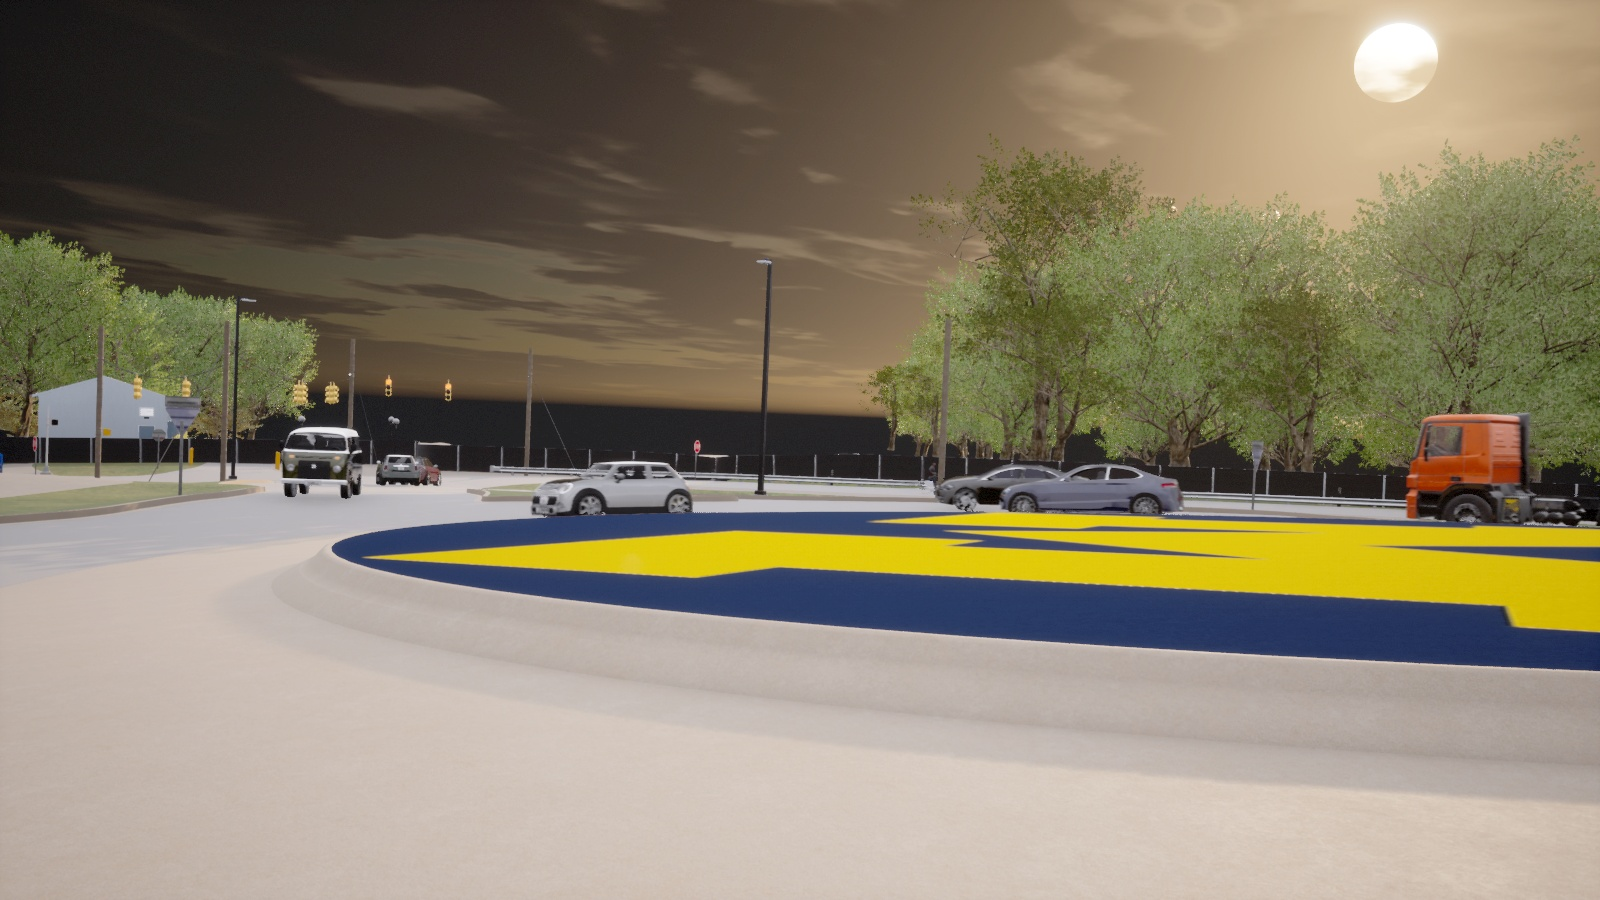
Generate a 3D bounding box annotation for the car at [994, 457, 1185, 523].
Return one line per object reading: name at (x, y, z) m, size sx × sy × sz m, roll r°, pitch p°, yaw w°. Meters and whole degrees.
car at (8.125, 1.135, 35.182) m, size 5.027 × 1.651 × 2.152 m, roll 1°, pitch -3°, yaw 16°

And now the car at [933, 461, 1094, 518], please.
car at (6.764, 1.222, 40.081) m, size 4.902 × 1.511 × 2.128 m, roll 2°, pitch 2°, yaw 8°

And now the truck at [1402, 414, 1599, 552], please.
truck at (20.730, 0.857, 33.378) m, size 2.891 × 3.462 × 7.936 m, roll 1°, pitch 1°, yaw -42°

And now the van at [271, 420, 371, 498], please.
van at (-13.854, 0.238, 36.575) m, size 2.069 × 2.038 × 4.480 m, roll 3°, pitch 0°, yaw -13°

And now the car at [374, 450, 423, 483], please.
car at (-19.591, 0.794, 61.198) m, size 1.970 × 1.475 × 3.806 m, roll 2°, pitch -1°, yaw -22°

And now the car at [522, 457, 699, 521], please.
car at (-4.637, 0.943, 30.928) m, size 3.806 × 1.475 × 1.970 m, roll 1°, pitch -1°, yaw -38°

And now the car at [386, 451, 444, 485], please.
car at (-21.361, 1.014, 69.835) m, size 2.097 × 1.767 × 4.553 m, roll 3°, pitch -1°, yaw -5°
